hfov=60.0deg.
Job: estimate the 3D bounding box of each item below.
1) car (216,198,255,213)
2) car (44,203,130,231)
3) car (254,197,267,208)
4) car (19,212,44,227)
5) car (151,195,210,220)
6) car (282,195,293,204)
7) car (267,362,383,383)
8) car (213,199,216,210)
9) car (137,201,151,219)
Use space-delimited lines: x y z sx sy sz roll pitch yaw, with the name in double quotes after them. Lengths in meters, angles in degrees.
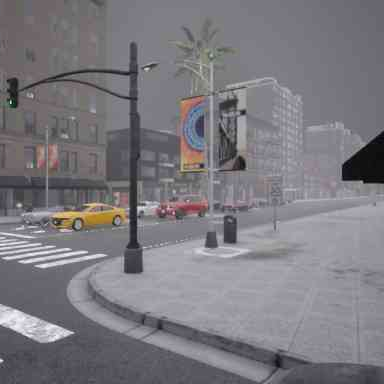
5.000 1.657 37.623 1.895 1.301 4.718 0 0 35 "car"
-6.491 1.497 21.325 1.882 1.535 5.008 0 0 35 "car"
9.625 1.589 49.713 1.837 1.490 4.892 0 -1 36 "car"
-9.254 1.615 23.065 1.895 1.301 4.718 0 0 35 "car"
-0.765 1.257 29.457 2.150 2.045 5.566 0 0 35 "car"
14.005 1.248 50.230 1.837 1.490 4.892 0 0 35 "car"
2.206 1.551 1.274 4.403 1.369 2.008 0 0 35 "car"
1.750 1.527 38.658 1.882 1.535 5.008 0 0 35 "car"
-4.158 1.555 30.279 1.812 1.442 4.674 0 0 35 "car"
